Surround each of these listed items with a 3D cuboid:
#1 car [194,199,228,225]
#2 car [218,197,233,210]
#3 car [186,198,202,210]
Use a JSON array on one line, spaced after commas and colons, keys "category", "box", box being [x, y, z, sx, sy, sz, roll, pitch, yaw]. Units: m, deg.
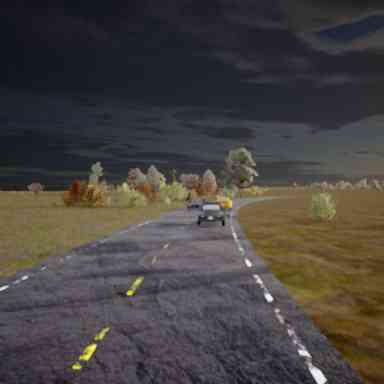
[{"category": "car", "box": [1.417, 1.472, 23.432, 1.812, 1.442, 4.674, 0, 0, 6]}, {"category": "car", "box": [3.969, 1.383, 41.357, 1.882, 1.535, 5.008, 0, 0, 10]}, {"category": "car", "box": [0.608, 1.462, 40.637, 1.994, 1.385, 4.181, 0, 0, 10]}]
